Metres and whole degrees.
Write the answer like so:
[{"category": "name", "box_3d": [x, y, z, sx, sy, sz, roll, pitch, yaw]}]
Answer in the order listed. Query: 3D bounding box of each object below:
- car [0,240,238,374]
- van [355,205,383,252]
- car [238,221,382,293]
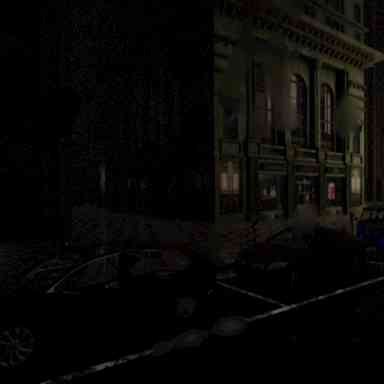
[{"category": "car", "box_3d": [-1.589, 1.549, 5.523, 4.403, 1.369, 2.008, 0, 0, -36]}, {"category": "van", "box_3d": [7.578, 1.332, 12.084, 3.998, 1.788, 1.690, 0, 0, -36]}, {"category": "car", "box_3d": [2.995, 1.576, 8.803, 4.206, 1.307, 1.802, 0, 0, -36]}]
